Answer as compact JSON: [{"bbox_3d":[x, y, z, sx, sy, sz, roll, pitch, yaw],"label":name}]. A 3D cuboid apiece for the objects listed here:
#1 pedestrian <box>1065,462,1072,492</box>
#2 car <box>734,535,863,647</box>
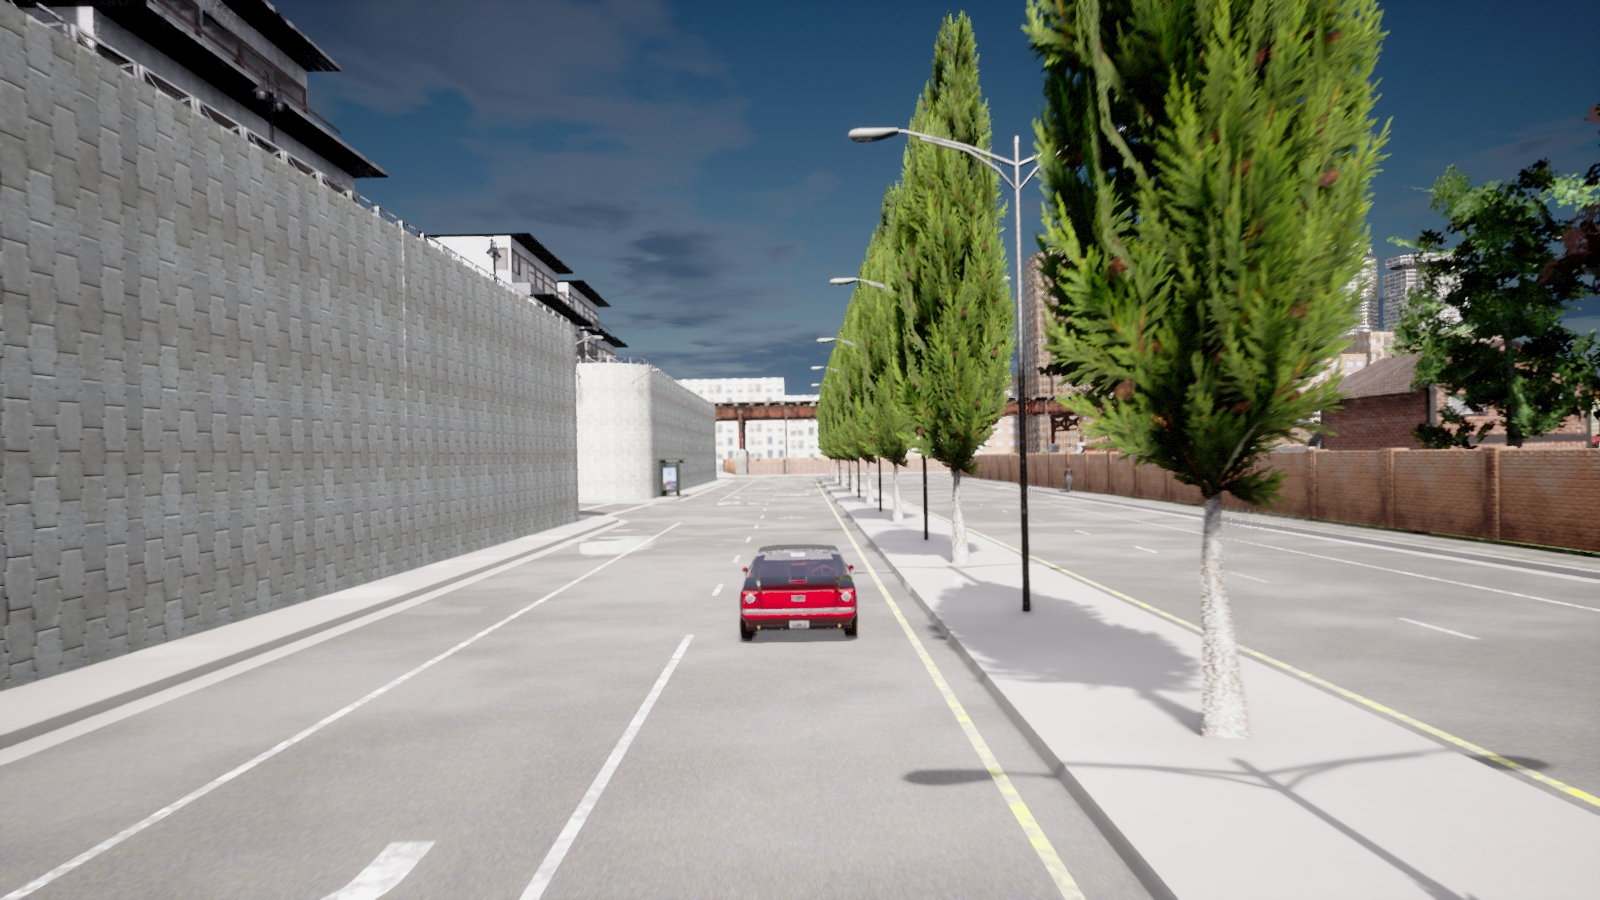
[{"bbox_3d":[17.048,1.716,72.541,0.375,1.860,0.375,-1,0,1],"label":"pedestrian"},{"bbox_3d":[-0.025,2.262,19.309,1.895,1.301,4.718,-1,0,0],"label":"car"}]
